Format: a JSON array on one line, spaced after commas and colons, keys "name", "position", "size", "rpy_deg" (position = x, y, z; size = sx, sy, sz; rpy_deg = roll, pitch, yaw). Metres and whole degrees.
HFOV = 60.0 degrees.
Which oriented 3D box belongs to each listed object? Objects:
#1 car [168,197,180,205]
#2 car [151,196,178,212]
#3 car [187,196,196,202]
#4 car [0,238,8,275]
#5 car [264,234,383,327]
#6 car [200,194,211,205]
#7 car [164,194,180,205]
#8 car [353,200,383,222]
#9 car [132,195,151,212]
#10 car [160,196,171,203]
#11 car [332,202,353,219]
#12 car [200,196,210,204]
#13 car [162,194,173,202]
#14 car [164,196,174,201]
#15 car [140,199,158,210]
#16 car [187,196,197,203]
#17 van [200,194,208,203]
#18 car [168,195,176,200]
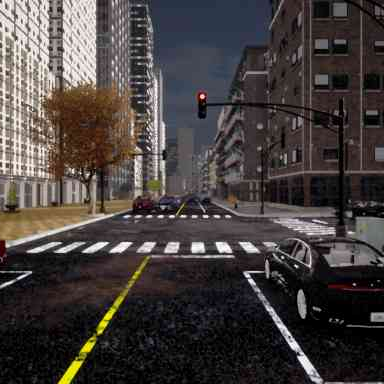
[{"name": "car", "position": [-3.128, 1.636, 59.291], "size": [1.895, 1.301, 4.718], "rpy_deg": [0, 0, 0]}, {"name": "car", "position": [-3.133, 1.508, 38.485], "size": [2.128, 1.511, 4.902], "rpy_deg": [0, 0, 0]}, {"name": "car", "position": [-0.067, 1.616, 78.862], "size": [1.994, 1.385, 4.181], "rpy_deg": [0, 0, 0]}, {"name": "car", "position": [-5.698, 1.545, 6.918], "size": [1.887, 1.381, 4.507], "rpy_deg": [0, 0, 0]}, {"name": "car", "position": [2.682, 1.551, 6.925], "size": [2.008, 1.369, 4.403], "rpy_deg": [0, 0, 0]}, {"name": "car", "position": [2.637, 1.604, 61.404], "size": [1.947, 1.339, 4.313], "rpy_deg": [0, 0, 0]}, {"name": "car", "position": [-3.137, 1.377, 48.364], "size": [2.097, 1.767, 4.553], "rpy_deg": [0, 0, 0]}, {"name": "car", "position": [14.271, 1.349, 23.769], "size": [4.181, 1.385, 1.994], "rpy_deg": [-1, 0, -1]}, {"name": "car", "position": [-5.726, 1.332, 39.306], "size": [2.192, 1.841, 5.009], "rpy_deg": [0, 0, 0]}, {"name": "car", "position": [-5.753, 1.619, 72.444], "size": [1.947, 1.339, 4.313], "rpy_deg": [0, 0, 0]}, {"name": "car", "position": [13.403, 1.347, 26.340], "size": [4.403, 1.369, 2.008], "rpy_deg": [-1, 1, -1]}, {"name": "car", "position": [2.632, 1.570, 67.097], "size": [1.752, 1.417, 4.829], "rpy_deg": [0, 0, 0]}, {"name": "car", "position": [-5.758, 1.377, 77.966], "size": [2.192, 1.841, 5.009], "rpy_deg": [0, 0, 0]}, {"name": "car", "position": [-5.763, 1.623, 83.489], "size": [2.008, 1.369, 4.403], "rpy_deg": [0, 0, 0]}, {"name": "car", "position": [-5.730, 1.587, 44.829], "size": [1.947, 1.339, 4.313], "rpy_deg": [0, 0, 0]}, {"name": "car", "position": [0.038, 1.612, 68.917], "size": [1.994, 1.385, 4.181], "rpy_deg": [0, 0, 0]}, {"name": "van", "position": [2.627, 1.394, 72.451], "size": [1.690, 1.788, 3.998], "rpy_deg": [0, 0, 0]}, {"name": "car", "position": [-5.772, 1.644, 94.535], "size": [2.008, 1.369, 4.403], "rpy_deg": [0, 0, 0]}]
